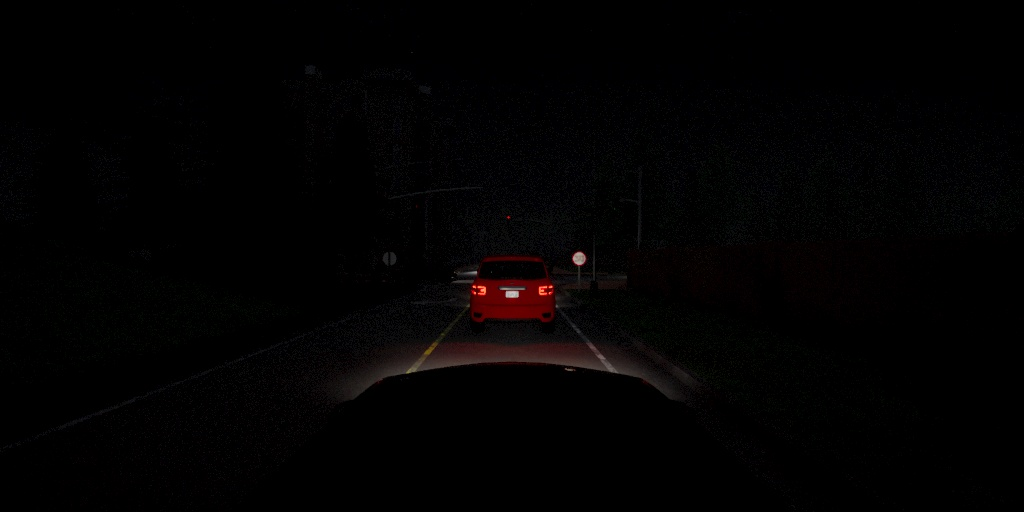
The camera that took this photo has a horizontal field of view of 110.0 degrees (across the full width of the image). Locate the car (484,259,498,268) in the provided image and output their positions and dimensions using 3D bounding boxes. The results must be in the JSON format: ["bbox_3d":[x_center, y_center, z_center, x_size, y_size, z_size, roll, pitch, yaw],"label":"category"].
[{"bbox_3d":[-3.491,1.297,60.722,2.033,1.411,5.357,0,0,0],"label":"car"}]

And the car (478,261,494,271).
[{"bbox_3d":[-3.529,1.351,50.086,1.895,1.301,4.718,0,0,0],"label":"car"}]

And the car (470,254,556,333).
[{"bbox_3d":[0.055,0.971,10.914,2.150,2.045,5.566,0,0,1],"label":"car"}]

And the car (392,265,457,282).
[{"bbox_3d":[-6.812,1.359,28.293,4.718,1.301,1.895,0,0,7],"label":"car"}]
